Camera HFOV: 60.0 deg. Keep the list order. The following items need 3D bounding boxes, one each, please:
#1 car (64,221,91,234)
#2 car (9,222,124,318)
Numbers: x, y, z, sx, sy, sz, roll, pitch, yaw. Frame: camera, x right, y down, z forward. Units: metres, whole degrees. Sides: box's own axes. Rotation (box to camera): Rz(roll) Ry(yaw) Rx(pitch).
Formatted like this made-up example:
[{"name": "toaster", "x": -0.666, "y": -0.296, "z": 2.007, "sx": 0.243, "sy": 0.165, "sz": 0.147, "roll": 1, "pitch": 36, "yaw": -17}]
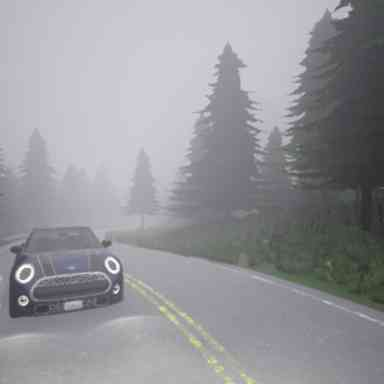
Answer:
[{"name": "car", "x": -13.991, "y": 4.326, "z": 40.774, "sx": 1.994, "sy": 1.385, "sz": 4.181, "roll": 0, "pitch": -4, "yaw": -2}, {"name": "car", "x": -3.132, "y": 1.573, "z": 8.052, "sx": 2.097, "sy": 1.767, "sz": 4.553, "roll": 0, "pitch": -3, "yaw": -26}]
